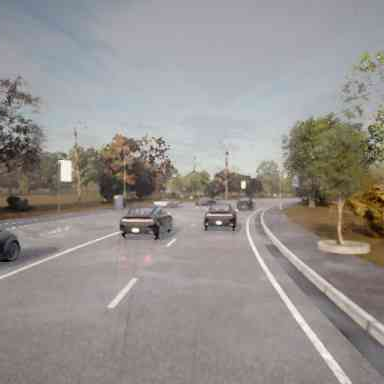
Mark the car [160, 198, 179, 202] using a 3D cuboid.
[{"bbox_3d":[-3.453,1.509,44.875,1.895,1.301,4.718,0,0,18],"label":"car"}]

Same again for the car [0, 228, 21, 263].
[{"bbox_3d":[-6.647,1.529,9.106,1.994,1.385,4.181,0,0,4],"label":"car"}]

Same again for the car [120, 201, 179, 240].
[{"bbox_3d":[-2.193,1.459,16.941,2.128,1.511,4.902,0,0,7],"label":"car"}]

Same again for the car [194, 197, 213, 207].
[{"bbox_3d":[2.022,1.472,50.206,2.033,1.411,5.357,0,0,20],"label":"car"}]

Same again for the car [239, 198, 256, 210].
[{"bbox_3d":[6.826,1.470,41.910,1.837,1.490,4.892,0,0,17],"label":"car"}]

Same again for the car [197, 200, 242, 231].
[{"bbox_3d":[1.835,1.468,20.561,2.128,1.511,4.902,0,0,8],"label":"car"}]
